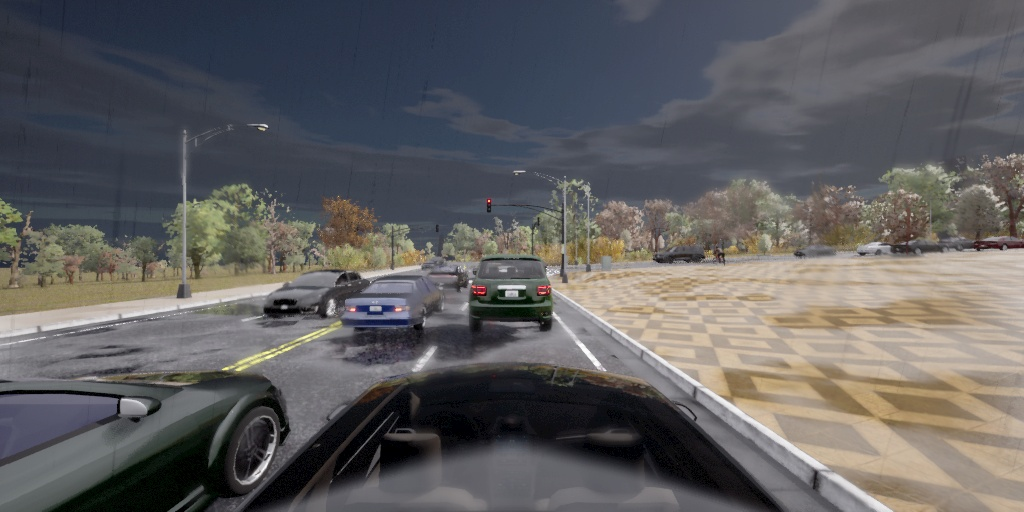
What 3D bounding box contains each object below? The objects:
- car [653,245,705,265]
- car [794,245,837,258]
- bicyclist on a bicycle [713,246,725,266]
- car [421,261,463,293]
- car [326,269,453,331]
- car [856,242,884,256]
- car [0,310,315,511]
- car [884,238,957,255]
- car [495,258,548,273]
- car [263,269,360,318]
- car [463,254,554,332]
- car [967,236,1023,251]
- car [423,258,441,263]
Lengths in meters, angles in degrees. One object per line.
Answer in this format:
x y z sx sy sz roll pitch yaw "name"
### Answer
19.158 -0.143 41.165 5.566 2.045 2.150 -2 0 -3 "car"
35.788 -0.556 42.396 4.181 1.385 1.994 -3 0 -5 "car"
17.399 0.004 30.152 0.582 1.620 1.656 -2 0 -3 "bicyclist on a bicycle"
-3.624 1.257 20.796 2.128 1.511 4.902 0 0 0 "car"
-3.311 1.303 11.049 2.033 1.411 5.357 0 0 -1 "car"
40.574 -0.804 39.458 4.674 1.442 1.812 -3 0 -6 "car"
-3.173 1.314 1.827 1.994 1.385 4.181 0 0 0 "car"
41.236 -0.878 36.259 5.008 1.535 1.882 -3 0 -5 "car"
1.056 1.005 39.298 5.357 1.411 2.033 -3 0 -18 "car"
-6.749 1.262 13.002 1.837 1.490 4.892 0 0 -1 "car"
-0.063 0.977 11.047 2.150 2.045 5.566 0 0 -1 "car"
51.155 -1.315 37.393 5.008 1.535 1.882 -3 0 -7 "car"
-12.545 1.406 54.777 1.994 1.385 4.181 0 0 -5 "car"
